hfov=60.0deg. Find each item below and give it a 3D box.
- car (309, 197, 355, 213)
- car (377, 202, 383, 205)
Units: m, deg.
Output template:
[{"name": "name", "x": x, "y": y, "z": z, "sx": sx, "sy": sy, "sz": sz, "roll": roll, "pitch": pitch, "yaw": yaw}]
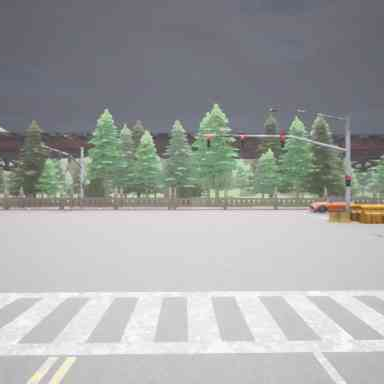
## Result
[{"name": "car", "x": 14.912, "y": 1.352, "z": 35.534, "sx": 4.553, "sy": 1.767, "sz": 2.097, "roll": 0, "pitch": 0, "yaw": -2}, {"name": "car", "x": 16.876, "y": 1.564, "z": 28.586, "sx": 4.181, "sy": 1.385, "sz": 1.994, "roll": 0, "pitch": 0, "yaw": -2}]
